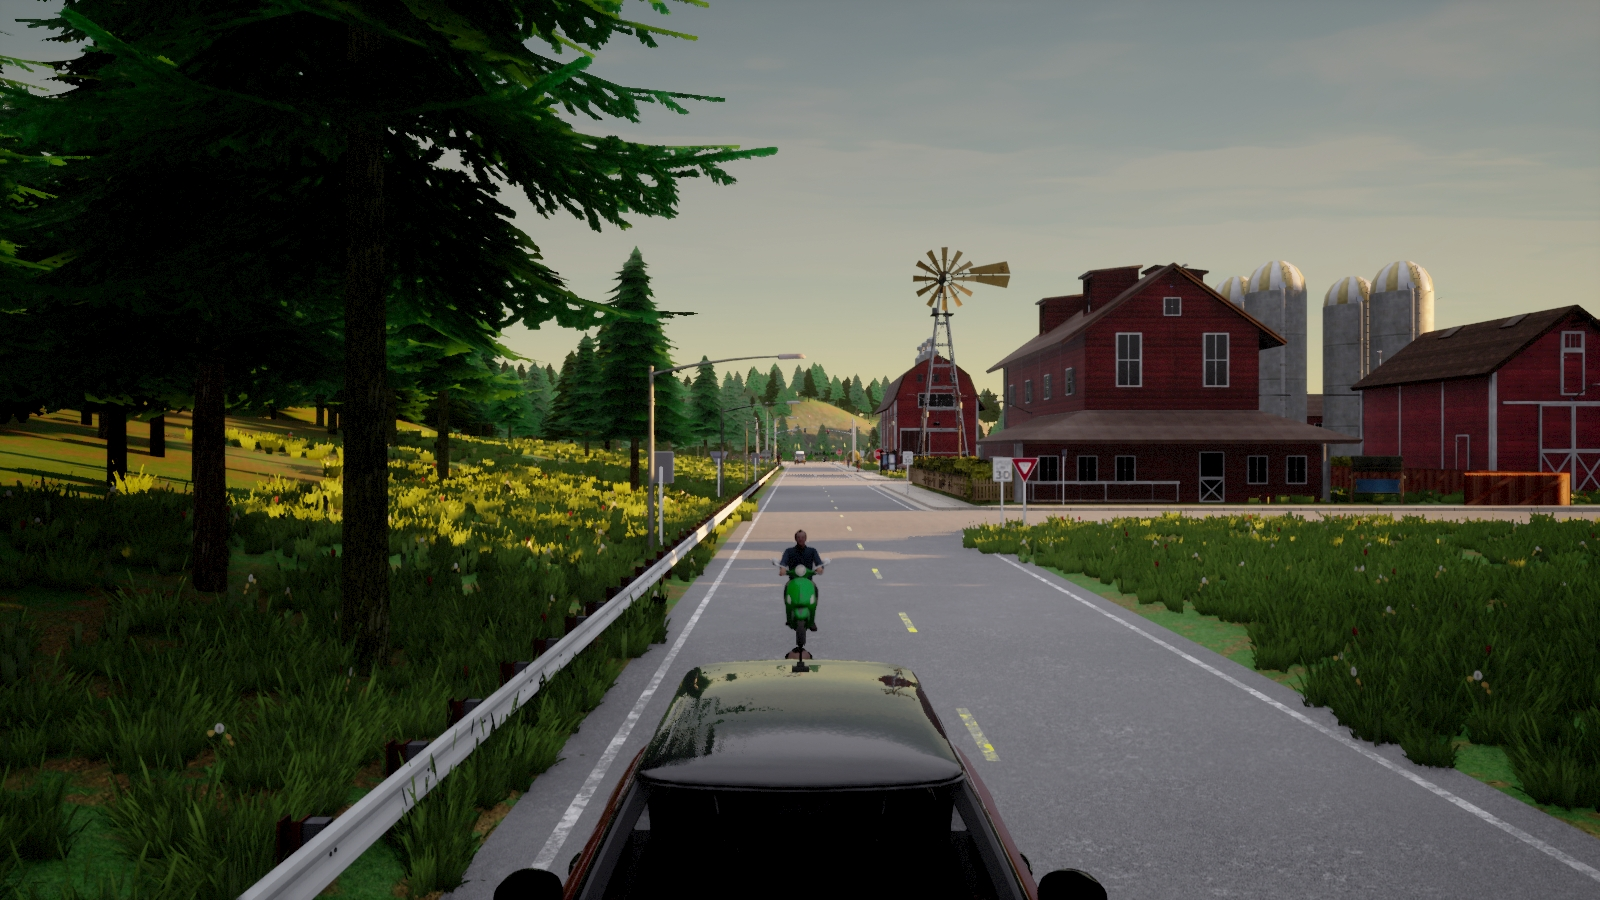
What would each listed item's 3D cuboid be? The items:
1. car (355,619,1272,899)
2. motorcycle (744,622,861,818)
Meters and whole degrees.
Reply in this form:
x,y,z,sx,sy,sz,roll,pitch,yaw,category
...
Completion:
x,y,z,sx,sy,sz,roll,pitch,yaw,category
0.032,1.899,4.503,2.097,1.767,4.553,0,0,0,car
0.016,2.230,9.842,0.867,1.251,2.209,-1,-3,0,motorcycle
